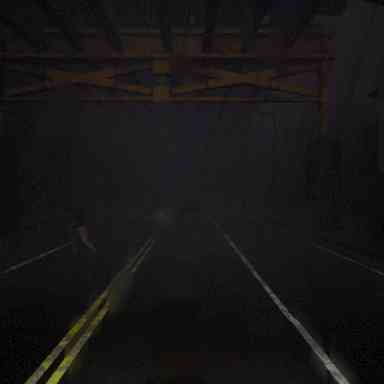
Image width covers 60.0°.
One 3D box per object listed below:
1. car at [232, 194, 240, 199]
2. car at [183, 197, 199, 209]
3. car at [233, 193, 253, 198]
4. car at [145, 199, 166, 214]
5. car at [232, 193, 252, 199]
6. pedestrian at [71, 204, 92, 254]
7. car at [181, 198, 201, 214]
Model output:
[{"bbox_3d":[12.825,0.988,83.443,4.974,1.542,2.038,0,1,-20],"label":"car"},{"bbox_3d":[-0.134,1.487,45.168,2.033,1.411,5.357,0,0,0],"label":"car"},{"bbox_3d":[12.874,0.830,83.459,4.536,1.218,1.853,0,1,-20],"label":"car"},{"bbox_3d":[-3.783,1.461,35.202,1.882,1.535,5.008,0,0,0],"label":"car"},{"bbox_3d":[13.130,0.940,87.603,4.974,1.542,2.038,0,1,25],"label":"car"},{"bbox_3d":[-3.843,1.291,11.572,0.375,1.860,0.375,-1,1,0],"label":"pedestrian"},{"bbox_3d":[-0.080,1.462,34.885,1.882,1.535,5.008,0,0,0],"label":"car"}]
